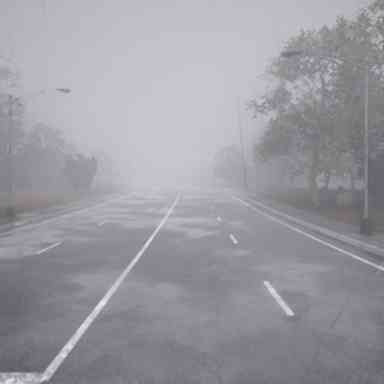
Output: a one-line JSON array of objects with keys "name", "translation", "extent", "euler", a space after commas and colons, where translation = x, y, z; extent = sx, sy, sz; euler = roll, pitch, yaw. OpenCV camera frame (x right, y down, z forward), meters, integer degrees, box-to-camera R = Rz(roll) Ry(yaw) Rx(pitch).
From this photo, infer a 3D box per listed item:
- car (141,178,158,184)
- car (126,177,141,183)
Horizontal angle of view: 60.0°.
[{"name": "car", "translation": [-11.418, -3.173, 93.717], "extent": [1.882, 1.535, 5.008], "euler": [0, 4, -40]}, {"name": "car", "translation": [-15.702, -3.209, 93.288], "extent": [1.994, 1.385, 4.181], "euler": [0, 4, -45]}]
